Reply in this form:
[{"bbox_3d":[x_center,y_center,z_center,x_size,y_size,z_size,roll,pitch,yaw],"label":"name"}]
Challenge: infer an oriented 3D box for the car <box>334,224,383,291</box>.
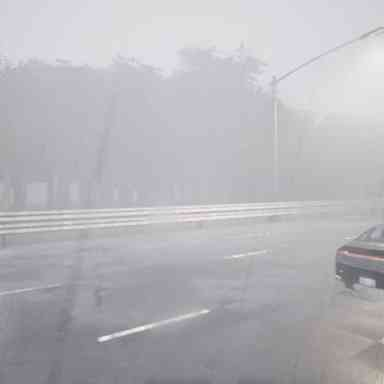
[{"bbox_3d":[5.235,1.435,7.580,4.902,1.511,2.128,0,0,-35],"label":"car"}]
